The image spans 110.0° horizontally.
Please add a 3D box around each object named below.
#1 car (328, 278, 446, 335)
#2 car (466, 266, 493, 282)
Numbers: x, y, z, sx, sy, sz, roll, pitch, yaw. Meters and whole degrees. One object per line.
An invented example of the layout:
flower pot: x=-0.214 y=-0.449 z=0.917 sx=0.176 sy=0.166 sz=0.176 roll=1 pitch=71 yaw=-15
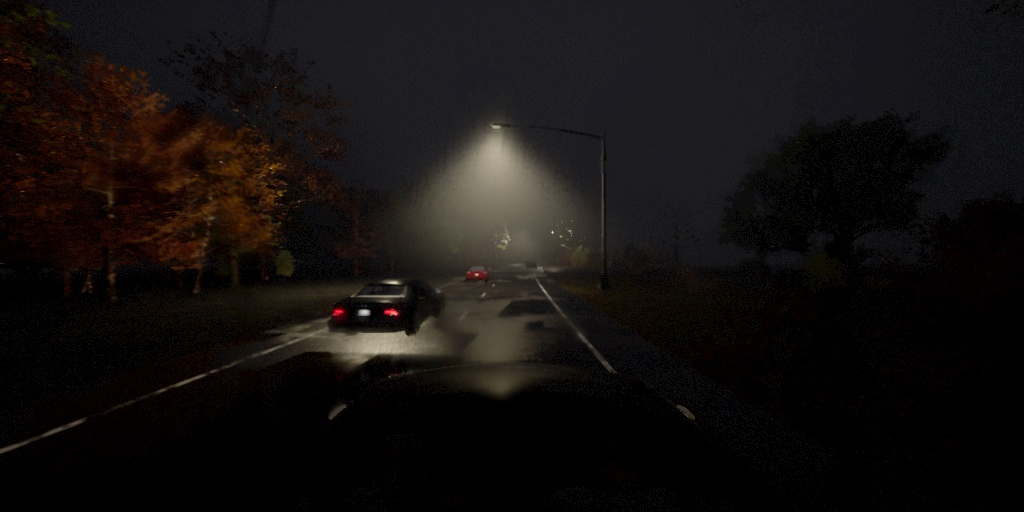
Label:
car: x=-3.343 y=1.362 z=10.682 sx=2.033 sy=1.411 sz=5.357 roll=0 pitch=0 yaw=1
car: x=-2.867 y=1.539 z=31.803 sx=1.994 sy=1.385 sz=4.181 roll=0 pitch=0 yaw=2
